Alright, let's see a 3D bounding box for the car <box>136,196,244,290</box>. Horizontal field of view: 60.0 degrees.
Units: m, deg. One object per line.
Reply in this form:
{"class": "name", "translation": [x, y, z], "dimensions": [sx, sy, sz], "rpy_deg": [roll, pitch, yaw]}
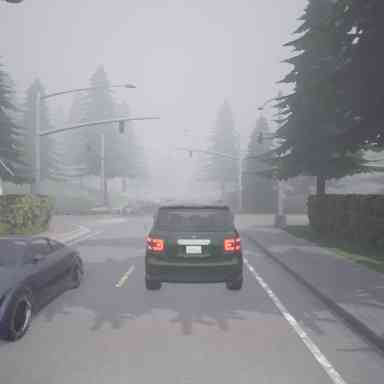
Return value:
{"class": "car", "translation": [0.052, 1.222, 9.196], "dimensions": [2.150, 2.045, 5.566], "rpy_deg": [0, 0, 0]}

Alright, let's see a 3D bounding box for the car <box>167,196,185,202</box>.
{"class": "car", "translation": [-3.625, 1.532, 74.145], "dimensions": [1.812, 1.442, 4.674], "rpy_deg": [0, 0, -35]}

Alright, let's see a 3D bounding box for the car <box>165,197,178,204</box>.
{"class": "car", "translation": [-3.995, 1.607, 65.167], "dimensions": [1.895, 1.301, 4.718], "rpy_deg": [0, 0, -11]}

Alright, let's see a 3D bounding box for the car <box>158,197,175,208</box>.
{"class": "car", "translation": [-3.664, 1.498, 48.366], "dimensions": [2.128, 1.511, 4.902], "rpy_deg": [0, 0, 0]}

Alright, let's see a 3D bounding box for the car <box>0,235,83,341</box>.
{"class": "car", "translation": [-3.609, 1.564, 6.365], "dimensions": [1.994, 1.385, 4.181], "rpy_deg": [0, 0, 0]}

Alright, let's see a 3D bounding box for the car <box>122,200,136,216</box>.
{"class": "car", "translation": [-4.767, 1.488, 31.646], "dimensions": [2.128, 1.511, 4.902], "rpy_deg": [1, 0, 20]}
